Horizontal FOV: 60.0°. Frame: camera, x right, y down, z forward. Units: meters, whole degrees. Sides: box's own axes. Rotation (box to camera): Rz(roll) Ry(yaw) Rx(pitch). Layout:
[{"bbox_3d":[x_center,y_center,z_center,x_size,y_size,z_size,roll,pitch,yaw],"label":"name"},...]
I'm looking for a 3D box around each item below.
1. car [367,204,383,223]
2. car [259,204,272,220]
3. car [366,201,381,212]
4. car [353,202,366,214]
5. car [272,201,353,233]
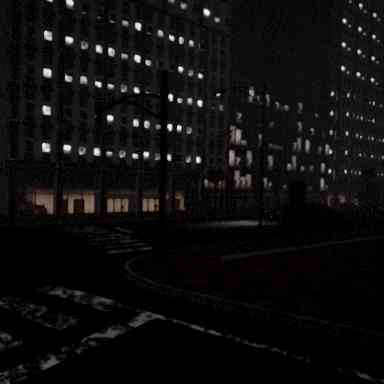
[{"bbox_3d":[17.382,1.962,28.511,4.507,1.381,1.887,1,1,-35],"label":"car"},{"bbox_3d":[8.420,1.795,28.918,4.718,1.301,1.895,1,1,-35],"label":"car"},{"bbox_3d":[22.255,1.858,41.430,4.313,1.339,1.947,1,1,-35],"label":"car"},{"bbox_3d":[17.446,1.764,38.119,4.829,1.417,1.752,1,1,-35],"label":"car"},{"bbox_3d":[8.049,1.629,22.078,5.009,1.841,2.192,1,1,-35],"label":"car"}]
